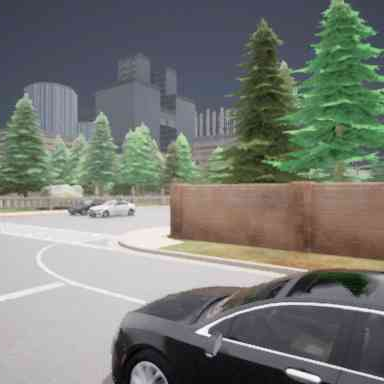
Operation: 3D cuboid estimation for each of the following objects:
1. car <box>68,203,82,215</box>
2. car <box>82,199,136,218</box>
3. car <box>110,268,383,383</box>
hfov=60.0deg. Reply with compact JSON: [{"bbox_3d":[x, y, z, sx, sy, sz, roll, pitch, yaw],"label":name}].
[{"bbox_3d":[-9.489,1.428,31.619,1.812,1.442,4.674,0,0,35],"label":"car"},{"bbox_3d":[-6.906,1.441,29.209,1.812,1.442,4.674,0,0,35],"label":"car"},{"bbox_3d":[1.322,1.503,3.019,4.892,1.490,1.837,0,0,36],"label":"car"}]
